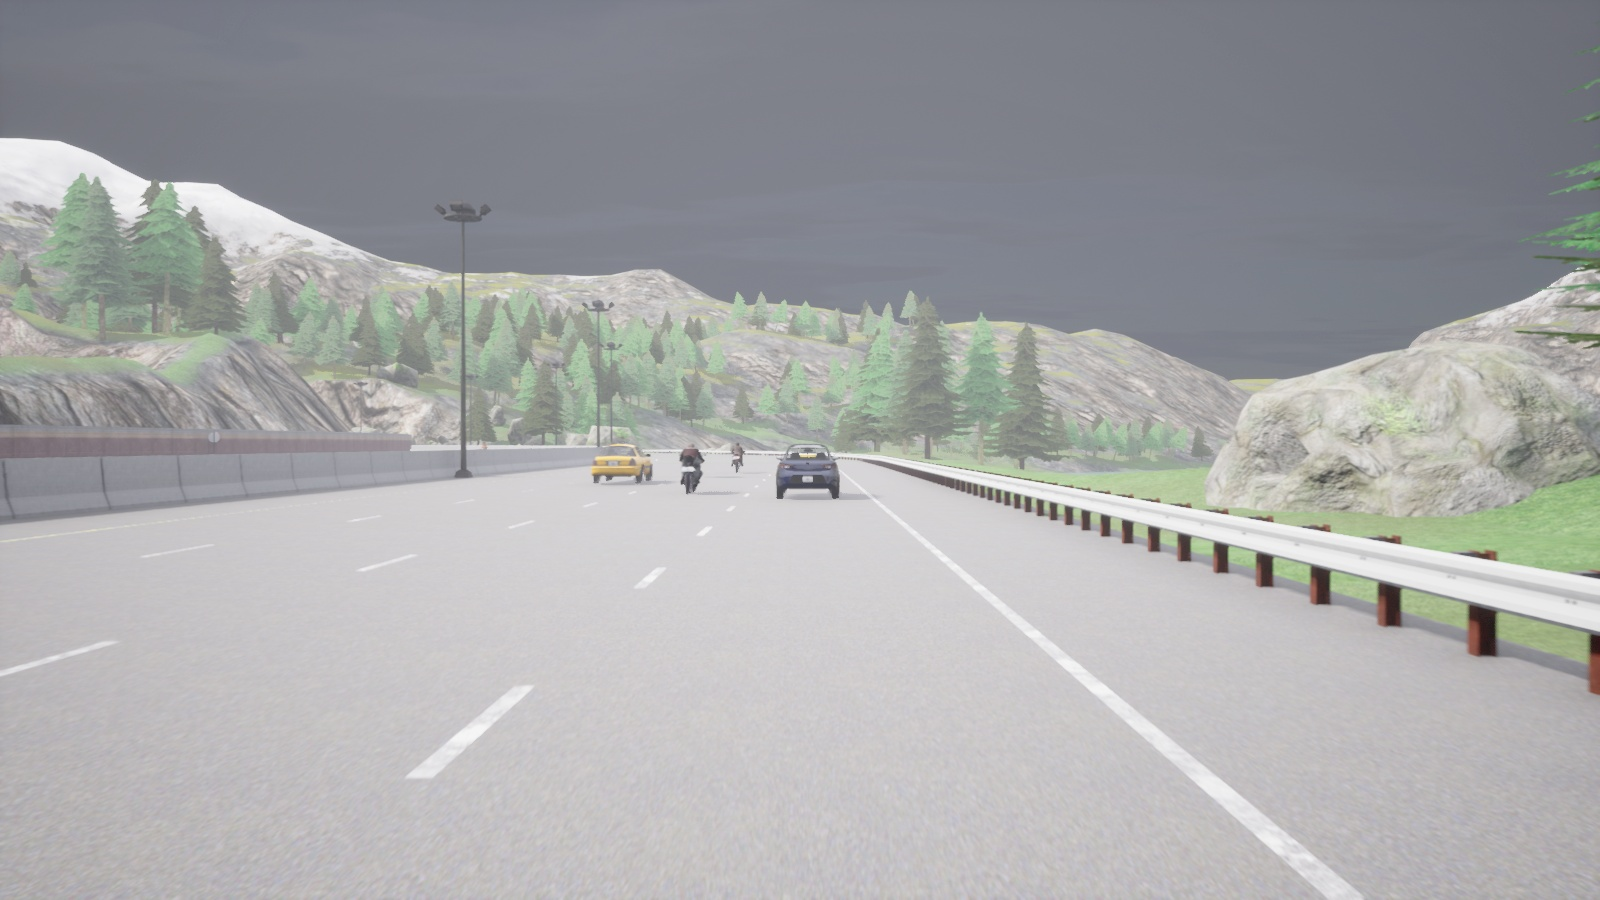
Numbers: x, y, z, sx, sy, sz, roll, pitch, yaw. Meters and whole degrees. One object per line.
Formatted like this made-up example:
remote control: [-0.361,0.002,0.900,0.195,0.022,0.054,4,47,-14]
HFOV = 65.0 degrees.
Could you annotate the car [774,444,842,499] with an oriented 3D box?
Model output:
car: [0.221,0.559,35.724,1.816,1.474,4.193,0,0,0]

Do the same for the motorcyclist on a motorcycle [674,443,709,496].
motorcyclist on a motorcycle: [-3.267,0.566,37.901,0.866,1.530,2.191,0,0,0]

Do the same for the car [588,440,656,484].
car: [-6.710,0.411,47.742,1.801,1.575,5.366,0,0,0]
